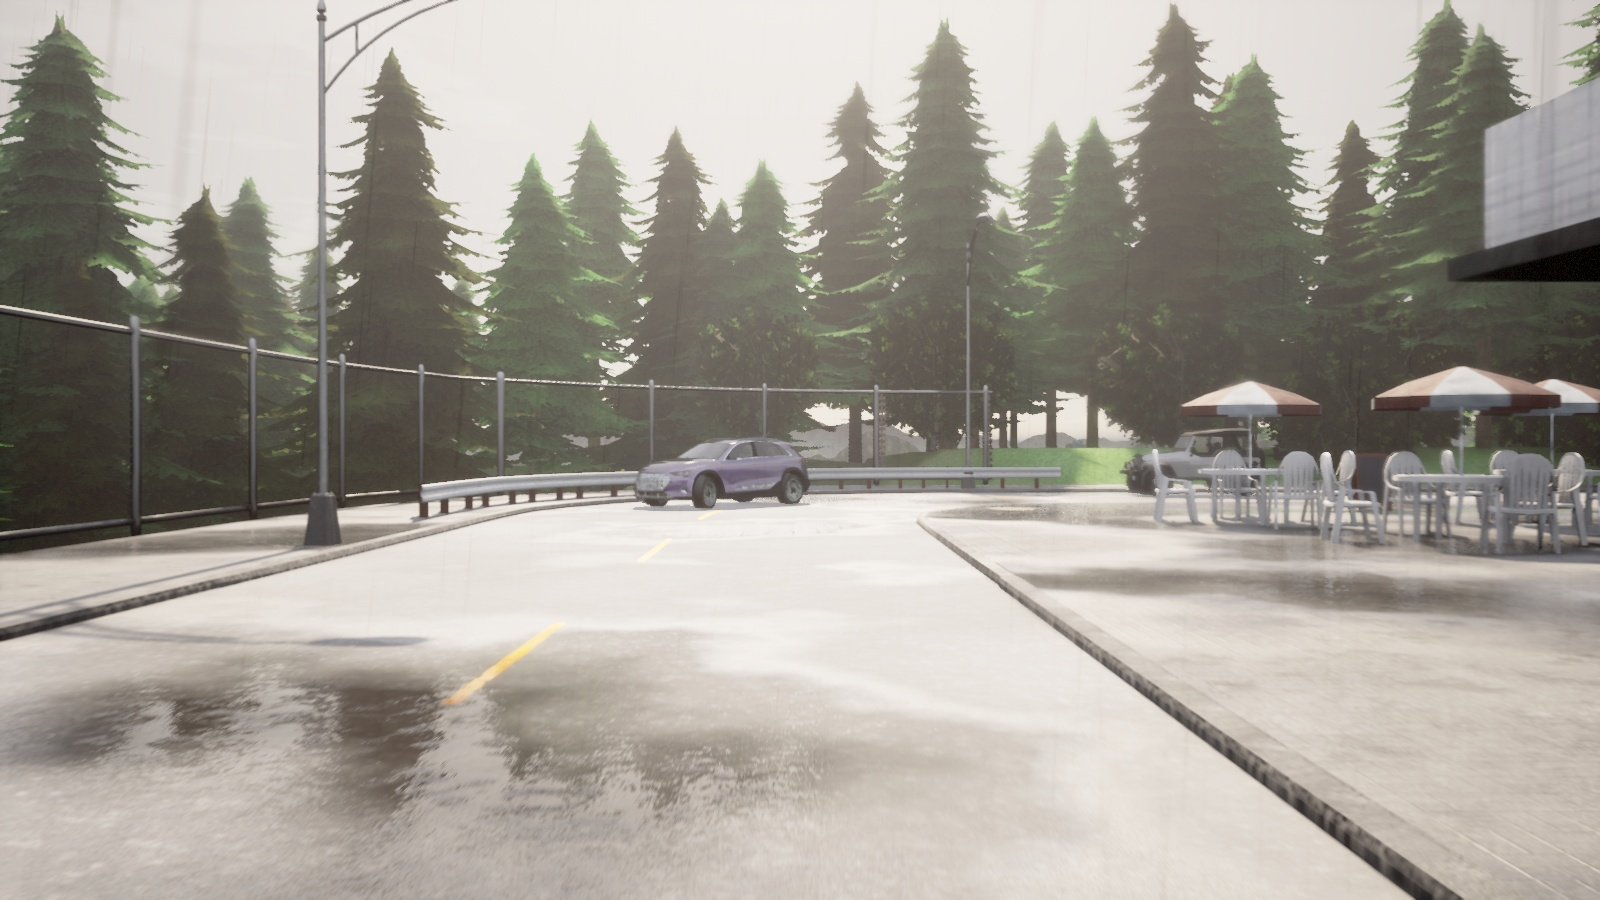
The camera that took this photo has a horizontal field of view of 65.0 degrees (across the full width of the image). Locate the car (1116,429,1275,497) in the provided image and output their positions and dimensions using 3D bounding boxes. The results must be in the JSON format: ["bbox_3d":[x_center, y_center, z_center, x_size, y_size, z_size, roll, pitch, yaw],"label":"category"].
[{"bbox_3d":[11.068,0.352,35.326,3.866,1.878,1.905,0,0,0],"label":"car"}]

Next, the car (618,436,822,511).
[{"bbox_3d":[-1.822,0.508,29.956,2.033,1.649,4.856,0,0,41],"label":"car"}]
